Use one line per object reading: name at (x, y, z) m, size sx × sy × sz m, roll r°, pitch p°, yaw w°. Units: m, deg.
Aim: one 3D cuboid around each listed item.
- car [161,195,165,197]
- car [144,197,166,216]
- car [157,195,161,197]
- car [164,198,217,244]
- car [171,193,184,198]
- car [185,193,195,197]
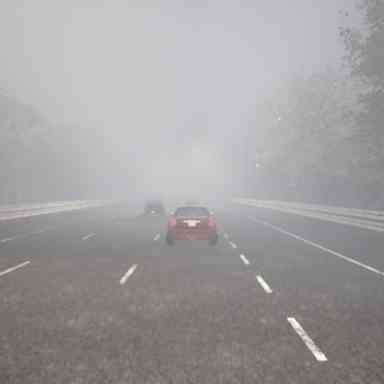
car at (-7.000, 1.418, 75.441) m, size 2.097 × 1.767 × 4.553 m, roll 0°, pitch 0°, yaw 0°
car at (-3.502, 1.521, 32.212) m, size 1.837 × 1.490 × 4.892 m, roll 0°, pitch 0°, yaw 0°
car at (-7.003, 1.563, 57.475) m, size 1.812 × 1.442 × 4.674 m, roll 0°, pitch 0°, yaw 0°
car at (0.000, 1.358, 15.881) m, size 2.097 × 1.767 × 4.553 m, roll 0°, pitch 0°, yaw 0°
car at (-3.501, 1.588, 75.452) m, size 2.128 × 1.511 × 4.902 m, roll 0°, pitch 0°, yaw 0°
car at (-0.001, 1.540, 75.405) m, size 1.882 × 1.535 × 5.008 m, roll 0°, pitch 0°, yaw 0°
